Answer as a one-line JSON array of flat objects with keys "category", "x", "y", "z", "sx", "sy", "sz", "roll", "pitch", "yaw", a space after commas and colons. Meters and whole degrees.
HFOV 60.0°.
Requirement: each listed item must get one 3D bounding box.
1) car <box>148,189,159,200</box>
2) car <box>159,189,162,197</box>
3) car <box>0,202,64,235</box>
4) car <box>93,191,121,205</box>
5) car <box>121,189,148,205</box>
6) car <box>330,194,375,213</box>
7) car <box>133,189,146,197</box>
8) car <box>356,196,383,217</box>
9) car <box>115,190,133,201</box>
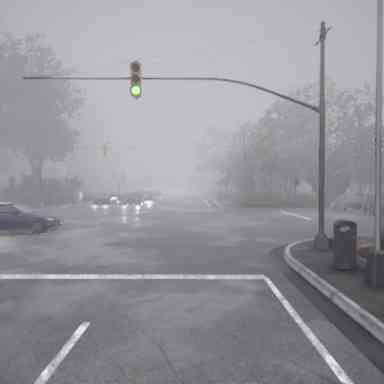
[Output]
[{"category": "car", "x": -6.858, "y": 0.482, "z": 51.292, "sx": 2.128, "sy": 1.511, "sz": 4.902, "roll": 0, "pitch": 1, "yaw": 0}, {"category": "car", "x": -6.978, "y": 0.107, "z": 66.705, "sx": 1.882, "sy": 1.535, "sz": 5.008, "roll": 0, "pitch": 2, "yaw": -1}, {"category": "car", "x": -8.573, "y": 1.218, "z": 15.862, "sx": 4.674, "sy": 1.442, "sz": 1.812, "roll": 0, "pitch": 1, "yaw": -3}, {"category": "car", "x": -10.390, "y": 0.761, "z": 40.535, "sx": 2.033, "sy": 1.411, "sz": 5.357, "roll": 0, "pitch": 1, "yaw": 0}, {"category": "car", "x": -6.894, "y": 0.722, "z": 40.262, "sx": 1.837, "sy": 1.490, "sz": 4.892, "roll": 0, "pitch": 1, "yaw": 0}, {"category": "car", "x": 14.049, "y": 0.948, "z": 27.637, "sx": 4.902, "sy": 1.511, "sz": 2.128, "roll": 0, "pitch": 1, "yaw": -3}, {"category": "car", "x": -10.478, "y": 0.132, "z": 66.710, "sx": 1.837, "sy": 1.490, "sz": 4.892, "roll": 0, "pitch": 1, "yaw": -2}, {"category": "car", "x": 14.946, "y": 1.125, "z": 24.180, "sx": 4.718, "sy": 1.301, "sz": 1.895, "roll": 0, "pitch": 1, "yaw": -3}, {"category": "car", "x": -10.354, "y": 0.522, "z": 51.086, "sx": 1.812, "sy": 1.442, "sz": 4.674, "roll": 0, "pitch": 1, "yaw": 0}]
